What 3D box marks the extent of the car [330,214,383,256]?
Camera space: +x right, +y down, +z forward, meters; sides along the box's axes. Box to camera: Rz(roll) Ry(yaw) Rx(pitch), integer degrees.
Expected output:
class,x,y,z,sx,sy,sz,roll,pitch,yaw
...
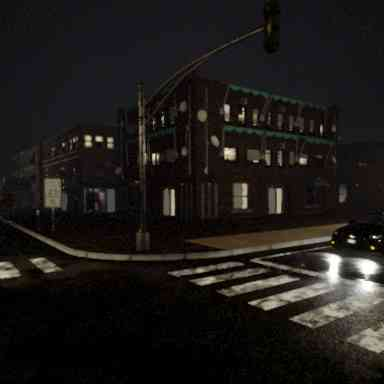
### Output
class,x,y,z,sx,sy,sz,roll,pitch,yaw
car,7.235,1.547,12.852,4.181,1.385,1.994,0,0,-35
